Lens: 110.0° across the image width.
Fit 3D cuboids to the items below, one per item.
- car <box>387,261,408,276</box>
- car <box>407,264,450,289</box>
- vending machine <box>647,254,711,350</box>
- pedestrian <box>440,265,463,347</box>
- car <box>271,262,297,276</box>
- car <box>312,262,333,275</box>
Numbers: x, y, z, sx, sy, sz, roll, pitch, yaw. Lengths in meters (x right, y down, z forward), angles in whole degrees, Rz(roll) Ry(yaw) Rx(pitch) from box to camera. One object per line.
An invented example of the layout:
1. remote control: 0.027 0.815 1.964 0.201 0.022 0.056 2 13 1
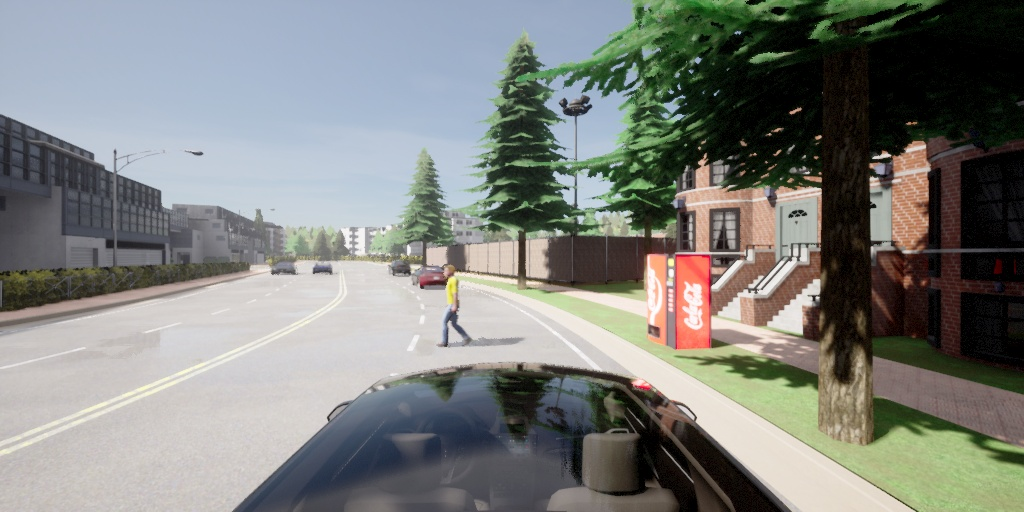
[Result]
1. car: -11.608 1.252 36.904 1.837 1.490 4.892 0 0 -25
2. car: -5.383 1.309 23.485 1.994 1.385 4.181 0 0 -24
3. vending machine: 3.517 0.945 7.634 1.100 2.100 0.880 0 0 -7
4. pedestrian: -1.324 1.043 7.836 0.375 1.860 0.375 0 0 -8
5. car: -23.667 1.310 37.381 1.994 1.385 4.181 0 0 -25
6. car: -20.381 1.347 38.617 1.895 1.301 4.718 0 0 -25
